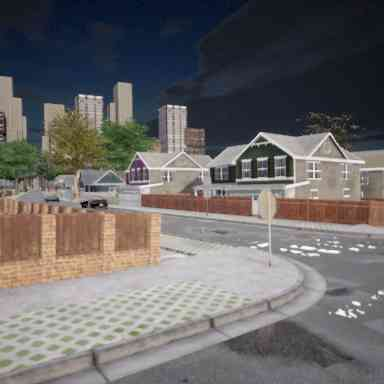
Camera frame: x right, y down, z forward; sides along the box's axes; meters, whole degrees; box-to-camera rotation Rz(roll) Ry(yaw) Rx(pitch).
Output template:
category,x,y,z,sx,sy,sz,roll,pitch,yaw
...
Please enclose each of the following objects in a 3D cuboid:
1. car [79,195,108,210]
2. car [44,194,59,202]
category,x,y,z,sx,sy,sz,roll,pitch,yaw
car,-10.802,1.127,36.284,1.882,1.535,5.008,-2,1,-36
car,-23.614,0.979,55.786,1.994,1.385,4.181,-1,1,-31
